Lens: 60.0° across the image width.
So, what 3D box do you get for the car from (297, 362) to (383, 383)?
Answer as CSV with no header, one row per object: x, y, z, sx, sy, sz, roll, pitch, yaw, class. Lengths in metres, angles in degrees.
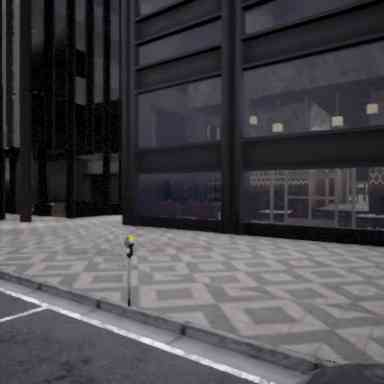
2.439,1.544,1.247,4.403,1.369,2.008,0,1,35,car
